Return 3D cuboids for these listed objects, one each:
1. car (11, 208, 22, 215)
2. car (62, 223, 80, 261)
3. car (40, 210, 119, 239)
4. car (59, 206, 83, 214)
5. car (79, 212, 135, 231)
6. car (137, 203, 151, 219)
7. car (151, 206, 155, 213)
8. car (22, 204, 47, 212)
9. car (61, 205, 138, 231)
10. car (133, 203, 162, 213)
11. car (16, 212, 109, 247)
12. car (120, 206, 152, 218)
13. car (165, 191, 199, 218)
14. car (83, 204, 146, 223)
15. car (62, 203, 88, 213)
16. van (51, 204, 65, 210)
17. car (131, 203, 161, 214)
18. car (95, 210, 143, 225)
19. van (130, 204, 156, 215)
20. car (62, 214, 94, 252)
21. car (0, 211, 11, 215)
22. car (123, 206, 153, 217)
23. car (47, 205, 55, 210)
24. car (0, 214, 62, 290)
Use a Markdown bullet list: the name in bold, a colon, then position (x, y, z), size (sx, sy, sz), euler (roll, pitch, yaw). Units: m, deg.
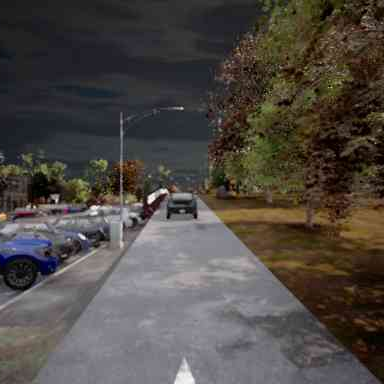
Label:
- **car**: position (-25.354, 3.149, 43.367), size (4.792, 1.488, 2.163), euler (-1, -2, -22)
- **car**: position (-7.190, 2.201, 13.105), size (4.892, 1.521, 2.231), euler (1, -1, -22)
- **car**: position (-7.538, 2.312, 22.179), size (4.553, 1.767, 2.185), euler (1, -1, -22)
- **car**: position (-26.553, 3.916, 72.929), size (4.792, 1.488, 2.163), euler (-1, -2, -23)
- **car**: position (-7.957, 2.703, 31.204), size (4.792, 1.488, 2.163), euler (1, -1, -22)
- **car**: position (-8.325, 2.659, 40.273), size (5.566, 2.045, 2.435), euler (1, -1, -22)
- **car**: position (-8.510, 2.818, 46.331), size (5.566, 2.045, 2.435), euler (1, -2, -22)
- **car**: position (-25.766, 3.226, 52.209), size (4.553, 1.767, 2.185), euler (-1, -2, -22)
- **car**: position (-7.830, 2.343, 28.192), size (5.566, 2.045, 2.435), euler (1, -1, -22)
- **car**: position (-9.490, 3.446, 70.487), size (5.566, 2.045, 2.435), euler (1, -2, -22)
- **car**: position (-7.410, 2.233, 19.155), size (4.553, 1.767, 2.185), euler (1, -1, -22)
- **car**: position (-8.809, 3.101, 52.344), size (4.553, 1.767, 2.185), euler (1, -2, -22)
- **car**: position (-0.642, 0.732, 21.227), size (1.837, 1.490, 4.892), euler (0, 3, -2)
- **car**: position (-8.020, 2.502, 34.254), size (5.566, 2.045, 2.435), euler (1, -2, -22)
- **car**: position (-26.714, 3.712, 75.848), size (5.566, 2.045, 2.435), euler (-1, -1, -22)
- **van**: position (-26.205, 3.357, 61.041), size (4.442, 1.987, 1.878), euler (-1, -1, -22)
- **car**: position (-9.408, 3.366, 67.429), size (5.566, 2.045, 2.435), euler (1, -1, -22)
- **car**: position (-8.186, 2.833, 37.263), size (4.892, 1.521, 2.231), euler (1, -2, -22)
- **van**: position (-9.039, 3.238, 61.459), size (4.442, 1.987, 1.878), euler (1, -2, -22)
- **car**: position (-7.348, 2.153, 16.118), size (4.553, 1.767, 2.185), euler (1, -2, -22)
- **car**: position (-25.425, 3.040, 40.317), size (5.366, 1.575, 1.946), euler (-1, -1, -22)
- **car**: position (-8.940, 3.180, 55.369), size (4.553, 1.767, 2.185), euler (1, -2, -22)
- **car**: position (-25.854, 3.429, 55.179), size (4.892, 1.521, 2.231), euler (-1, -1, -22)
- **car**: position (-7.053, 1.871, 10.112), size (5.566, 2.045, 2.435), euler (1, -2, -22)
